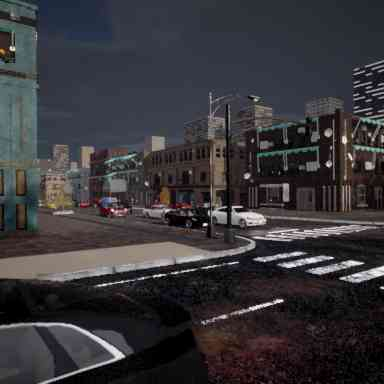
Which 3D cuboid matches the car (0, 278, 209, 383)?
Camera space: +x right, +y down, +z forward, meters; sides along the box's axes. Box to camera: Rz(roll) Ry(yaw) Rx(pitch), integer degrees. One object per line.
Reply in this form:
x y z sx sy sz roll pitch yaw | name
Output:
-2.128 1.506 2.166 4.892 1.490 1.837 0 0 -36 | car

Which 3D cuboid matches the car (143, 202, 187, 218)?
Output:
-2.860 1.915 31.967 1.895 1.301 4.718 -1 0 -36 | car

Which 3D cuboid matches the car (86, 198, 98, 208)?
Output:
-17.641 1.940 62.587 2.192 1.841 5.009 -1 0 -36 | car

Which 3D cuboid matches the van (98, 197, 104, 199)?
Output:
-14.422 1.907 58.083 1.690 1.788 3.998 -1 0 -36 | van

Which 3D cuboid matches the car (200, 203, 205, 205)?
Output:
1.673 1.810 35.566 2.008 1.369 4.403 -2 0 -36 | car

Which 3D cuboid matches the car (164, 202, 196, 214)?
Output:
-1.545 1.904 40.070 1.802 1.307 4.206 -2 0 -36 | car

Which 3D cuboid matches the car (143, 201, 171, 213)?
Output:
-4.762 1.966 44.573 1.802 1.307 4.206 -2 0 -36 | car

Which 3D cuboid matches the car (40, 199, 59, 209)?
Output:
-24.354 2.233 57.575 1.752 1.417 4.829 -1 0 -36 | car

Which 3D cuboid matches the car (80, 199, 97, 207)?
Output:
-20.854 2.228 67.091 1.887 1.381 4.507 -1 0 -36 | car

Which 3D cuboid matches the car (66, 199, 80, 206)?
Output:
-27.289 2.364 76.098 1.947 1.339 4.313 -1 0 -36 | car

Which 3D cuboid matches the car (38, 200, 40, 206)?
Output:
-30.889 2.376 66.721 2.008 1.369 4.403 -1 0 -36 | car

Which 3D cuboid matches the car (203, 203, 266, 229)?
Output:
3.098 1.722 23.680 1.812 1.442 4.674 -1 0 -37 | car

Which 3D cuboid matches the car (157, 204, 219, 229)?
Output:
-0.393 1.815 23.835 1.947 1.339 4.313 -2 0 -36 | car

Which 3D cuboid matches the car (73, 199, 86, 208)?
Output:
-20.578 2.230 62.263 1.994 1.385 4.181 -1 0 -36 | car

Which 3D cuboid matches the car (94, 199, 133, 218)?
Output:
-8.365 1.847 35.196 1.967 1.590 4.097 -1 0 -36 | car
